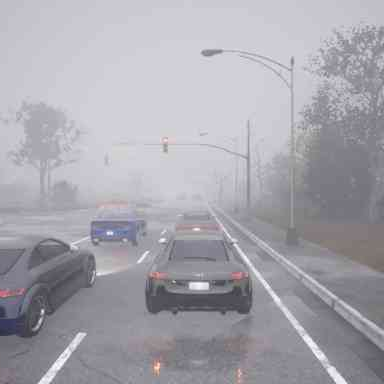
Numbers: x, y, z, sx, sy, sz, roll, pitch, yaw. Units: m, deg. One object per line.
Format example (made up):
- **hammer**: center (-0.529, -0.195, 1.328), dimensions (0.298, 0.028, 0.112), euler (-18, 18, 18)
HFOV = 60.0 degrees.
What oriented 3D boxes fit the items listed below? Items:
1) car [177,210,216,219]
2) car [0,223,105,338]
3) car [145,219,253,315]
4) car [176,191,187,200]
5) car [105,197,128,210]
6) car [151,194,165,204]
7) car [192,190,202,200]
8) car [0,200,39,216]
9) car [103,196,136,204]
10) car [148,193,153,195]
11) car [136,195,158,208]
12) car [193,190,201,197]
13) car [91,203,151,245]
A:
- **car**: center (0.232, 1.564, 16.058), dimensions (1.994, 1.385, 4.181), euler (0, 0, 1)
- **car**: center (-3.357, 1.564, 6.633), dimensions (1.994, 1.385, 4.181), euler (0, 0, 0)
- **car**: center (0.145, 1.564, 7.659), dimensions (1.994, 1.385, 4.181), euler (0, 0, 1)
- **car**: center (-2.418, 1.045, 74.092), dimensions (1.994, 1.385, 4.181), euler (0, 3, 1)
- **car**: center (-10.011, 1.504, 44.413), dimensions (1.837, 1.490, 4.892), euler (0, 0, 2)
- **car**: center (-6.149, 1.487, 63.297), dimensions (2.033, 1.411, 5.357), euler (0, 1, 2)
- **car**: center (1.081, 0.850, 73.994), dimensions (2.097, 1.767, 4.553), euler (0, 3, 1)
- **car**: center (-17.311, 1.491, 31.837), dimensions (4.902, 1.511, 2.128), euler (0, 1, -11)
- **car**: center (-6.759, 1.351, 29.925), dimensions (2.097, 1.767, 4.553), euler (0, 0, 1)
- **car**: center (-9.407, 0.985, 74.830), dimensions (1.812, 1.442, 4.674), euler (0, 3, 1)
- **car**: center (-6.475, 1.547, 46.826), dimensions (2.033, 1.411, 5.357), euler (0, 0, 1)
- **car**: center (1.249, 0.317, 84.031), dimensions (1.837, 1.490, 4.892), euler (0, 3, 1)
- **car**: center (-3.279, 1.478, 15.620), dimensions (1.882, 1.535, 5.008), euler (0, 0, -1)
